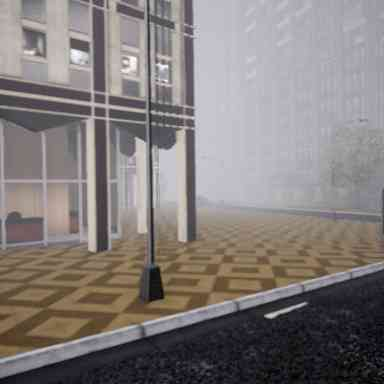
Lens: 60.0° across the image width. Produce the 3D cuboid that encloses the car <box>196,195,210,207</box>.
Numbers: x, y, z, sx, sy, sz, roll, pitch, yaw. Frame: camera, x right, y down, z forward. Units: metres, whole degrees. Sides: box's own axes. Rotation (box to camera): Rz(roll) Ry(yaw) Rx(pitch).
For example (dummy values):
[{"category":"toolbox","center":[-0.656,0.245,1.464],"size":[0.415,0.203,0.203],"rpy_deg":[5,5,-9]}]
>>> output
[{"category":"car","center":[0.875,1.289,50.619],"size":[2.097,1.767,4.553],"rpy_deg":[-1,1,-28]}]
